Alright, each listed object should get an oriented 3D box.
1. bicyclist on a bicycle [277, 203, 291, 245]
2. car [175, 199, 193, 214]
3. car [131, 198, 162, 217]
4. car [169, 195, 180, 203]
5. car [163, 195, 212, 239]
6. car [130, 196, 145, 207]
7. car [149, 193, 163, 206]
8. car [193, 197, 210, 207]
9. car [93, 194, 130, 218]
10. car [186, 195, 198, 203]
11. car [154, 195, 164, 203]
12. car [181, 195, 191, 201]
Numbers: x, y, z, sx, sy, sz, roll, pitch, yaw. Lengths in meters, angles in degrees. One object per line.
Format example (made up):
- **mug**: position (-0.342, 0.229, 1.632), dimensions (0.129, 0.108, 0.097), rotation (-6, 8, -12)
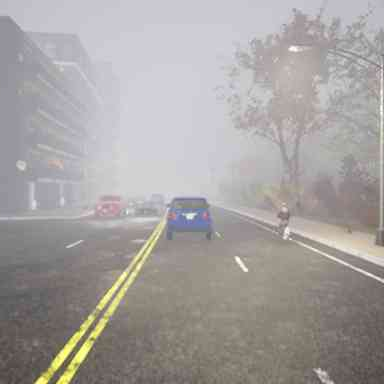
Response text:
- **bicyclist on a bicycle**: position (3.945, 1.357, 14.479), dimensions (0.659, 1.776, 1.843), rotation (0, 0, -1)
- **car**: position (-0.925, 1.492, 35.888), dimensions (1.812, 1.442, 4.674), rotation (0, 0, -3)
- **car**: position (-4.124, 1.539, 30.796), dimensions (1.994, 1.385, 4.181), rotation (0, 0, -3)
- **car**: position (-3.862, 1.441, 71.712), dimensions (2.128, 1.511, 4.902), rotation (0, 0, -6)
- **car**: position (-0.170, 1.207, 17.429), dimensions (2.150, 2.045, 5.566), rotation (0, 0, -2)
- **car**: position (-8.327, 1.449, 47.284), dimensions (2.128, 1.511, 4.902), rotation (0, 0, -4)
- **car**: position (-5.408, 1.172, 52.197), dimensions (2.150, 2.045, 5.566), rotation (0, 0, -4)
- **car**: position (1.337, 1.490, 51.357), dimensions (2.033, 1.411, 5.357), rotation (0, 0, -5)
- **car**: position (-7.351, 1.200, 30.304), dimensions (2.150, 2.045, 5.566), rotation (0, 0, -3)
- **car**: position (-0.049, 1.398, 66.461), dimensions (1.882, 1.535, 5.008), rotation (0, 0, -5)
- **car**: position (-6.734, 1.373, 67.871), dimensions (1.837, 1.490, 4.892), rotation (0, 0, -6)
- **car**: position (-1.469, 1.422, 79.561), dimensions (1.812, 1.442, 4.674), rotation (0, 0, -7)
